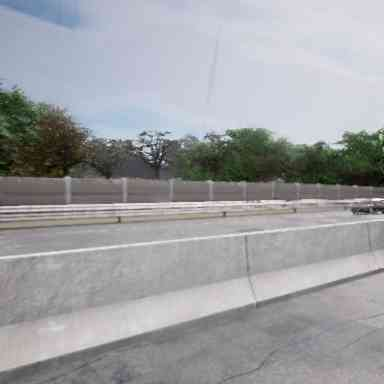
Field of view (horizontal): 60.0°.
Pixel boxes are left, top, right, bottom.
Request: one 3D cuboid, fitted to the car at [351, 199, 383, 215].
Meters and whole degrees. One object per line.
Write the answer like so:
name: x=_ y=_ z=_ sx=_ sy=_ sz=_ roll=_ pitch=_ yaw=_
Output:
car: x=18.271 y=1.530 z=34.236 sx=4.892 sy=1.490 sz=1.837 roll=0 pitch=0 yaw=-35
